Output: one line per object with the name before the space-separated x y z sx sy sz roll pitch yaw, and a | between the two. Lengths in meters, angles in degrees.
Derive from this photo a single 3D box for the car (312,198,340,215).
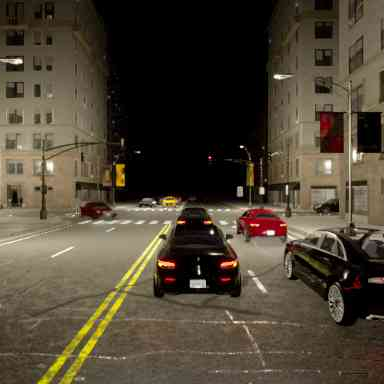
car | 14.814 1.409 34.384 4.553 1.767 2.097 0 0 1

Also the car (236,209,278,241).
car | 3.273 1.528 16.122 1.812 1.442 4.674 0 0 0

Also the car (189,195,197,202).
car | 0.124 1.609 78.514 1.895 1.301 4.718 0 0 0

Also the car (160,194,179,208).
car | -3.276 1.493 49.414 1.882 1.535 5.008 0 0 -1

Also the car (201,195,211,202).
car | 3.373 1.553 78.062 2.033 1.411 5.357 0 0 0

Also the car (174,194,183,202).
car | -3.127 1.350 78.165 2.097 1.767 4.553 0 0 0

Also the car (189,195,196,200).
car | 0.139 1.437 88.487 1.994 1.385 4.181 0 0 0

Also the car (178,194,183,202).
car | -3.154 1.370 68.204 2.097 1.767 4.553 0 0 0

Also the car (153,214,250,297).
car | 0.109 1.526 8.425 1.812 1.442 4.674 0 0 0

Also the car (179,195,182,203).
car | -3.236 1.618 58.752 1.895 1.301 4.718 0 0 0

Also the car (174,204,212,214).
car | 0.125 1.529 17.334 1.812 1.442 4.674 0 0 0

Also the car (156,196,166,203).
car | -6.392 1.544 69.017 1.812 1.442 4.674 0 0 0

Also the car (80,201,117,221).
car | -7.862 1.516 27.710 1.812 1.442 4.674 1 -1 -37

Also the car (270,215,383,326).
car | 3.348 1.492 7.027 2.128 1.511 4.902 0 0 1

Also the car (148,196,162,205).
car | -6.487 1.522 58.864 1.837 1.490 4.892 0 0 0

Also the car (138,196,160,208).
car | -6.492 1.563 49.125 2.033 1.411 5.357 0 0 4

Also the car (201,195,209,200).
car | 3.389 1.437 88.482 1.994 1.385 4.181 0 0 0
